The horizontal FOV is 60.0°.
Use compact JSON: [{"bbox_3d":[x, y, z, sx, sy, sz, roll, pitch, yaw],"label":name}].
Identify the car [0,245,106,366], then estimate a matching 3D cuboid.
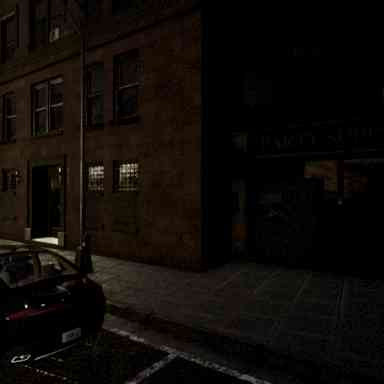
[{"bbox_3d":[-3.274,1.551,5.434,4.403,1.369,2.008,0,0,36],"label":"car"}]
